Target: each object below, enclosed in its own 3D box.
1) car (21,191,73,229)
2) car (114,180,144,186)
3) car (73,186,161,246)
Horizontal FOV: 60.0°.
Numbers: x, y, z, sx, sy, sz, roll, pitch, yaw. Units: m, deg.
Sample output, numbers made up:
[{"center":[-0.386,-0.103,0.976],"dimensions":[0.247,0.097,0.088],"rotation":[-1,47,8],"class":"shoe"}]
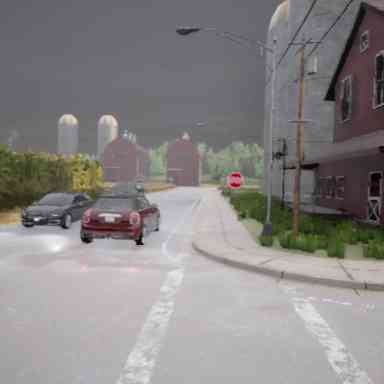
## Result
[{"center":[-6.011,0.757,15.594],"dimensions":[1.837,1.490,4.892],"rotation":[2,2,3],"class":"car"},{"center":[-5.234,0.078,26.999],"dimensions":[2.150,2.045,5.566],"rotation":[2,2,4],"class":"car"},{"center":[-2.490,0.818,12.732],"dimensions":[2.097,1.767,4.553],"rotation":[2,2,3],"class":"car"}]
